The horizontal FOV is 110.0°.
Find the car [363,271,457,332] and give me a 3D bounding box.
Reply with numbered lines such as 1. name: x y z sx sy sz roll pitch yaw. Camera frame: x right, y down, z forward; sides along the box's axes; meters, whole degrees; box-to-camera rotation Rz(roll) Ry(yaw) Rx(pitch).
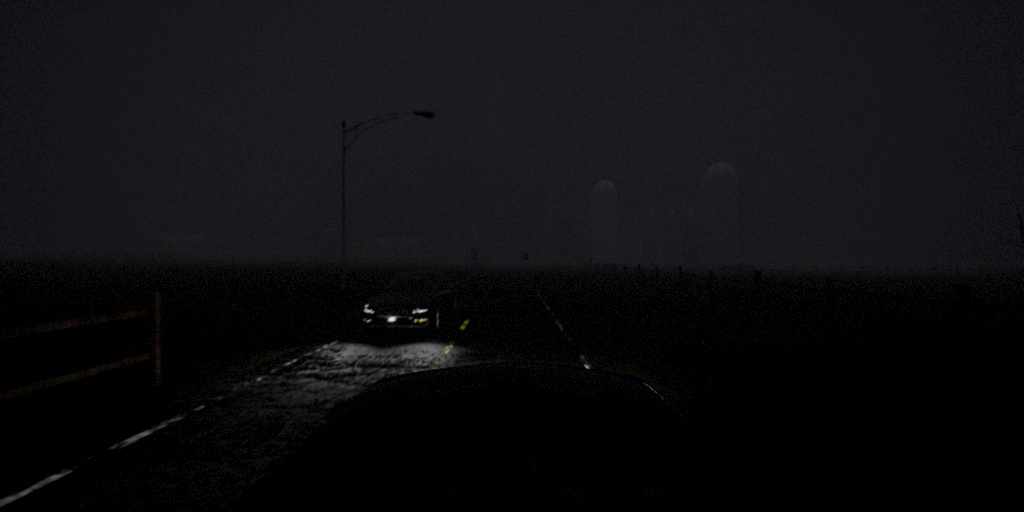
1. car: -2.855 1.257 10.947 1.837 1.490 4.892 0 0 0
